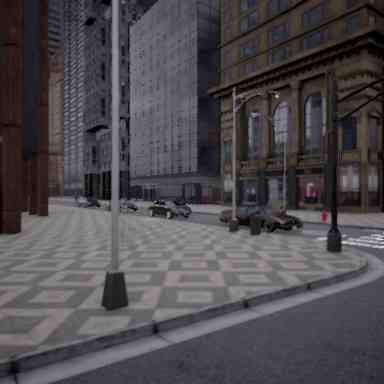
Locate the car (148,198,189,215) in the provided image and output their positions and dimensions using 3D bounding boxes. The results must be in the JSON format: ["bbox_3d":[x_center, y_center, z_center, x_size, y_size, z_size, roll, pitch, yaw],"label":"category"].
[{"bbox_3d":[-2.482,1.398,34.122,1.837,1.490,4.892,0,0,-36],"label":"car"}]

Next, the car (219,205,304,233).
[{"bbox_3d":[3.881,1.483,19.714,2.033,1.411,5.357,0,0,-35],"label":"car"}]

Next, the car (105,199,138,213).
[{"bbox_3d":[-7.677,1.428,35.899,2.033,1.411,5.357,0,0,-35],"label":"car"}]

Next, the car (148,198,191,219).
[{"bbox_3d":[-1.961,1.411,27.897,1.837,1.490,4.892,0,0,-36],"label":"car"}]

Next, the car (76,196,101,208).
[{"bbox_3d":[-13.708,1.422,44.381,1.994,1.385,4.181,0,0,-36],"label":"car"}]

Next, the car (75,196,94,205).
[{"bbox_3d":[-18.122,1.398,55.973,1.994,1.385,4.181,0,0,-36],"label":"car"}]
